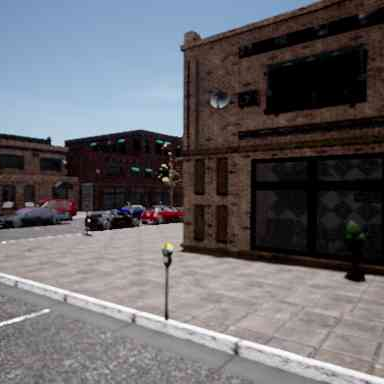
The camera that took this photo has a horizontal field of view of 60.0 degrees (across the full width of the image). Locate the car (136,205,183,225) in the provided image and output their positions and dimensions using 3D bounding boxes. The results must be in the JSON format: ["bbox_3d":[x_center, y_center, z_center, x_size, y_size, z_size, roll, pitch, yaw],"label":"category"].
[{"bbox_3d":[-2.353,1.870,28.237,1.967,1.590,4.097,0,-1,36],"label":"car"}]

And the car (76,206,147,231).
[{"bbox_3d":[-5.635,1.944,23.762,1.947,1.339,4.313,0,-1,36],"label":"car"}]

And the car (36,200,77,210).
[{"bbox_3d":[-12.392,1.629,28.719,2.192,1.841,5.009,0,-1,36],"label":"car"}]

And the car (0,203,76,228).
[{"bbox_3d":[-11.887,1.856,25.065,2.033,1.411,5.357,1,0,37],"label":"car"}]

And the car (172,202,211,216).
[{"bbox_3d":[-0.015,2.045,41.200,2.033,1.411,5.357,1,0,36],"label":"car"}]
